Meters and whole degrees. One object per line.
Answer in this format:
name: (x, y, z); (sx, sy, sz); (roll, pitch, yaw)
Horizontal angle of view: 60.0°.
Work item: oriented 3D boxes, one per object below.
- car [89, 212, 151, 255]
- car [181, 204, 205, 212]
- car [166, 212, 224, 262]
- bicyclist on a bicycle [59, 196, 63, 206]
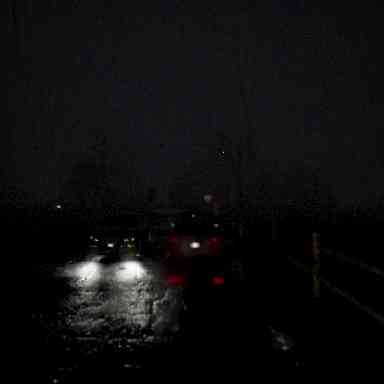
car: (-2.847, 1.637, 14.034); (1.837, 1.490, 4.892); (0, -1, 0)
car: (0.106, 1.778, 29.769); (2.128, 1.511, 4.902); (0, -1, 0)
car: (0.099, 1.683, 12.590); (1.994, 1.385, 4.181); (0, 0, 0)
bicyclist on a bicycle: (-22.582, 1.520, 57.202); (0.582, 1.620, 1.656); (1, 0, 0)
